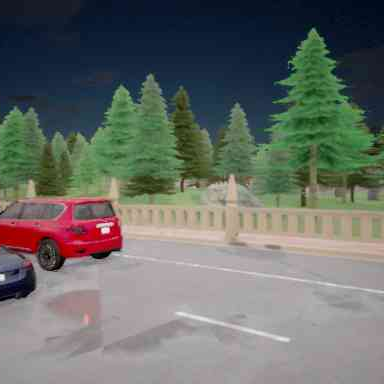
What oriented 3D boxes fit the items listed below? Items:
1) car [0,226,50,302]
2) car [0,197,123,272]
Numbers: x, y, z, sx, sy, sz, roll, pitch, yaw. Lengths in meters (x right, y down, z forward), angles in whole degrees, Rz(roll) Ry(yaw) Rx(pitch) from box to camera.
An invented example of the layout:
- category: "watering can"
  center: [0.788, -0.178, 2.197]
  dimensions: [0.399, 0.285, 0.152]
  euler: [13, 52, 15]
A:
- category: "car"
  center: [-5.279, 1.553, 7.058]
  dimensions: [4.181, 1.385, 1.994]
  euler: [0, 0, 31]
- category: "car"
  center: [-4.818, 1.197, 10.893]
  dimensions: [5.566, 2.045, 2.150]
  euler: [0, 0, 30]
